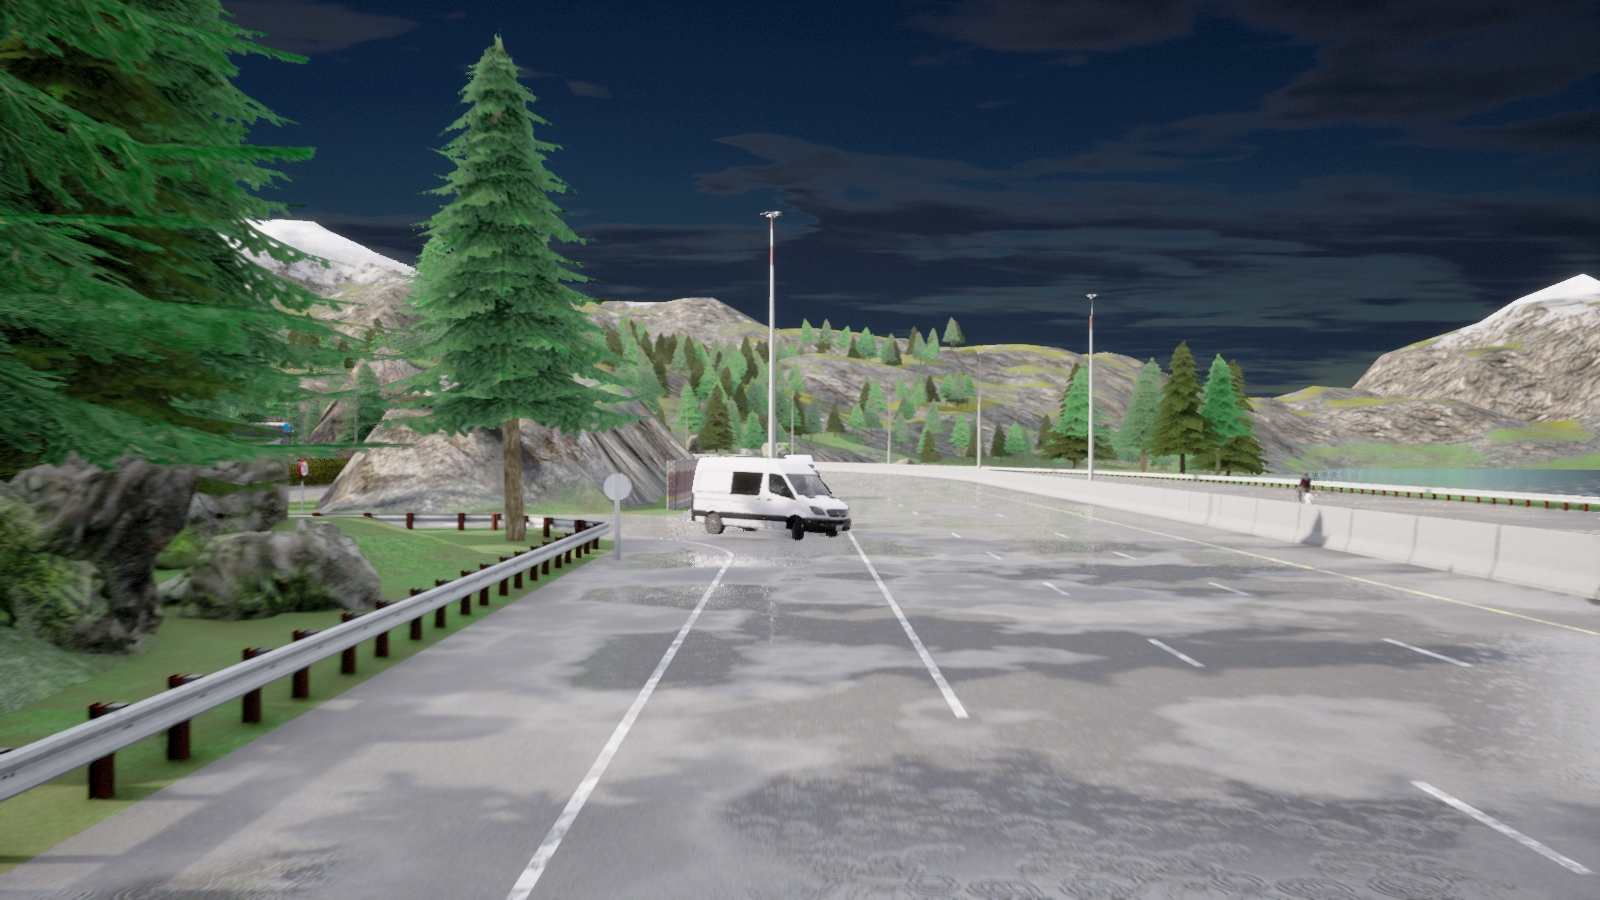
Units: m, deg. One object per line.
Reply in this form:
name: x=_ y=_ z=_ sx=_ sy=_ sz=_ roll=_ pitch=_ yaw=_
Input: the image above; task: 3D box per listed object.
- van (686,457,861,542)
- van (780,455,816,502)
van: x=-0.977 y=1.554 z=37.701 sx=5.915 sy=2.561 sz=1.988 roll=0 pitch=-2 yaw=41
van: x=-0.124 y=1.577 z=65.936 sx=1.988 sy=2.561 sz=5.915 roll=0 pitch=0 yaw=0
